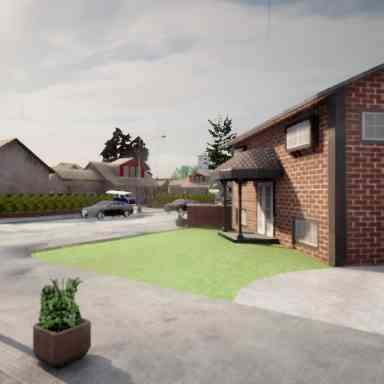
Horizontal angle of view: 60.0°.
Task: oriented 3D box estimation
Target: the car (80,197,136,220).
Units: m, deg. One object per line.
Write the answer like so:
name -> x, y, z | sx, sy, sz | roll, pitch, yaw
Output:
car -> -7.121, 1.490, 28.266 | 2.128, 1.511, 4.902 | 0, 0, 36

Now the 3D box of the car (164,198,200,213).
car -> -1.003, 1.476, 36.801 | 1.882, 1.535, 5.008 | 0, 0, 36

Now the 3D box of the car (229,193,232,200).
car -> 9.441, 0.983, 78.428 | 3.866, 1.878, 1.905 | 0, 0, -19
